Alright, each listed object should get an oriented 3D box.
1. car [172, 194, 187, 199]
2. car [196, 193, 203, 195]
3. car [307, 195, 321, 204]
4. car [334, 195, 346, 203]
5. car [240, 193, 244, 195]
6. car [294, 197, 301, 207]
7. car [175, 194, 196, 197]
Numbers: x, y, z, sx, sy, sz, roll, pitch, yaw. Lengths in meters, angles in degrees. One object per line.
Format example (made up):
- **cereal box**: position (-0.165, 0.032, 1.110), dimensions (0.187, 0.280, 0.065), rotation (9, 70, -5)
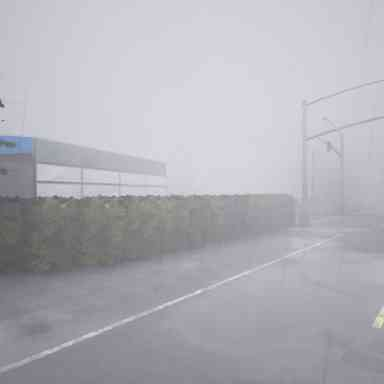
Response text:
- **car**: position (-3.277, 1.232, 89.803), dimensions (1.970, 1.475, 3.806), rotation (0, 0, 38)
- **car**: position (1.971, 1.154, 86.094), dimensions (2.152, 1.636, 5.027), rotation (0, 0, 38)
- **car**: position (22.179, 1.384, 61.143), dimensions (1.970, 1.475, 3.806), rotation (0, 0, 38)
- **car**: position (29.106, 1.374, 65.139), dimensions (1.845, 1.501, 3.633), rotation (0, 0, 38)
- **car**: position (12.034, 1.077, 78.193), dimensions (1.905, 1.878, 3.866), rotation (0, 0, 38)
- **car**: position (13.036, 1.340, 44.656), dimensions (2.007, 1.523, 4.514), rotation (0, 0, 38)
- **car**: position (-1.875, 1.298, 66.108), dimensions (2.007, 1.523, 4.514), rotation (0, 0, 38)
